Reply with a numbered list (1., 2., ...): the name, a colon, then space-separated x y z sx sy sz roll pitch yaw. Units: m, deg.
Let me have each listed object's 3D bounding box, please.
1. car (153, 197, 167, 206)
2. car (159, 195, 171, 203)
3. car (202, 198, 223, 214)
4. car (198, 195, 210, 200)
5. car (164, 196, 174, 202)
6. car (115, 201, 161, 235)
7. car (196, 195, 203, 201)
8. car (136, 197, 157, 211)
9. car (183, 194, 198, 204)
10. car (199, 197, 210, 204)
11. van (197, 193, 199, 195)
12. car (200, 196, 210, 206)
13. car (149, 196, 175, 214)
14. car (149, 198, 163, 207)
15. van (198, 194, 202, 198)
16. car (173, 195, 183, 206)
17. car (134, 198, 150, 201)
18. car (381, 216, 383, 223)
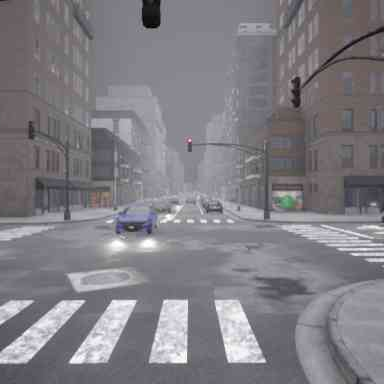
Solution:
1. car: -5.616 1.611 58.238 2.008 1.369 4.403 0 0 0
2. car: -5.594 1.524 69.260 1.967 1.590 4.097 0 0 0
3. car: 2.365 1.592 36.178 1.947 1.339 4.313 0 0 0
4. car: 2.398 1.616 52.712 1.947 1.339 4.313 0 0 0
5. car: -5.572 1.663 80.281 2.008 1.369 4.403 0 0 0
6. car: -3.044 1.483 18.991 1.882 1.535 5.008 0 0 -1
7. car: 2.063 1.662 90.148 1.812 1.442 4.674 0 0 0
8. car: -5.649 1.473 41.706 1.967 1.590 4.097 0 0 0
9. car: -0.217 1.636 63.747 1.994 1.385 4.181 0 0 0
10. car: 2.420 1.622 63.733 2.008 1.369 4.403 0 0 0
11. van: 2.431 1.425 69.244 1.690 1.788 3.998 0 0 0
12. car: 2.387 1.622 47.201 1.802 1.307 4.206 0 0 0
13. car: -3.123 1.530 35.840 1.837 1.490 4.892 0 0 0
14. car: -5.627 1.632 52.727 1.802 1.307 4.206 0 0 0
15. van: 2.409 1.401 58.222 1.690 1.788 3.998 0 0 0
16. car: -3.066 1.657 56.367 1.895 1.301 4.718 0 0 0
17. car: -5.660 1.466 36.195 1.967 1.590 4.097 0 0 0
18. car: 14.200 1.503 20.692 4.181 1.385 1.994 0 0 0
